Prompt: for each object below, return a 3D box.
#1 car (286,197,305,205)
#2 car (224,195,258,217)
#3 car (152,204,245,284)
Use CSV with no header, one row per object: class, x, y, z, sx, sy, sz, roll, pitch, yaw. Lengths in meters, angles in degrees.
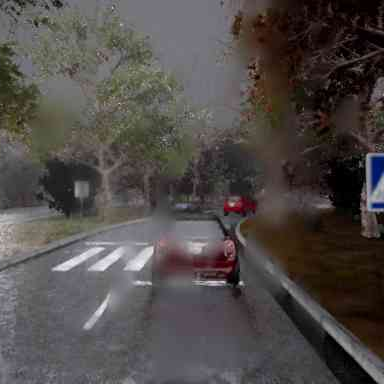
car,20.714,1.711,66.255,2.097,1.767,4.553,0,-1,-17
car,5.009,1.346,33.656,2.150,2.045,5.566,-1,-1,27
car,0.115,1.384,9.809,2.097,1.767,4.553,0,0,1
